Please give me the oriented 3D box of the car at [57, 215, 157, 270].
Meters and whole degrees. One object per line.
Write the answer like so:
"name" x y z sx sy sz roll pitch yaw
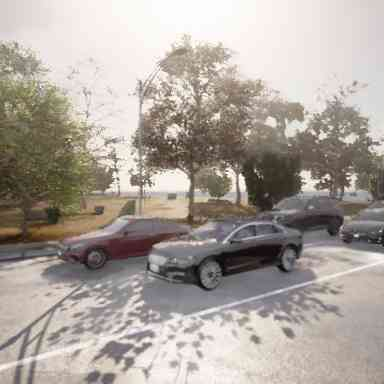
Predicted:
"car" -2.050 1.539 11.242 4.674 1.442 1.812 0 0 -37

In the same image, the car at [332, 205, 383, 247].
"car" 8.568 1.515 14.925 4.892 1.490 1.837 0 0 -38

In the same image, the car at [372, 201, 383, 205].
"car" 13.562 1.385 23.290 4.553 1.767 2.097 0 0 -38

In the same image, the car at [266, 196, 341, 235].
"car" 5.610 1.236 17.060 5.566 2.045 2.150 0 0 -37

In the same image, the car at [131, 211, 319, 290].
"car" 1.090 1.500 9.208 4.902 1.511 2.128 0 0 -37
